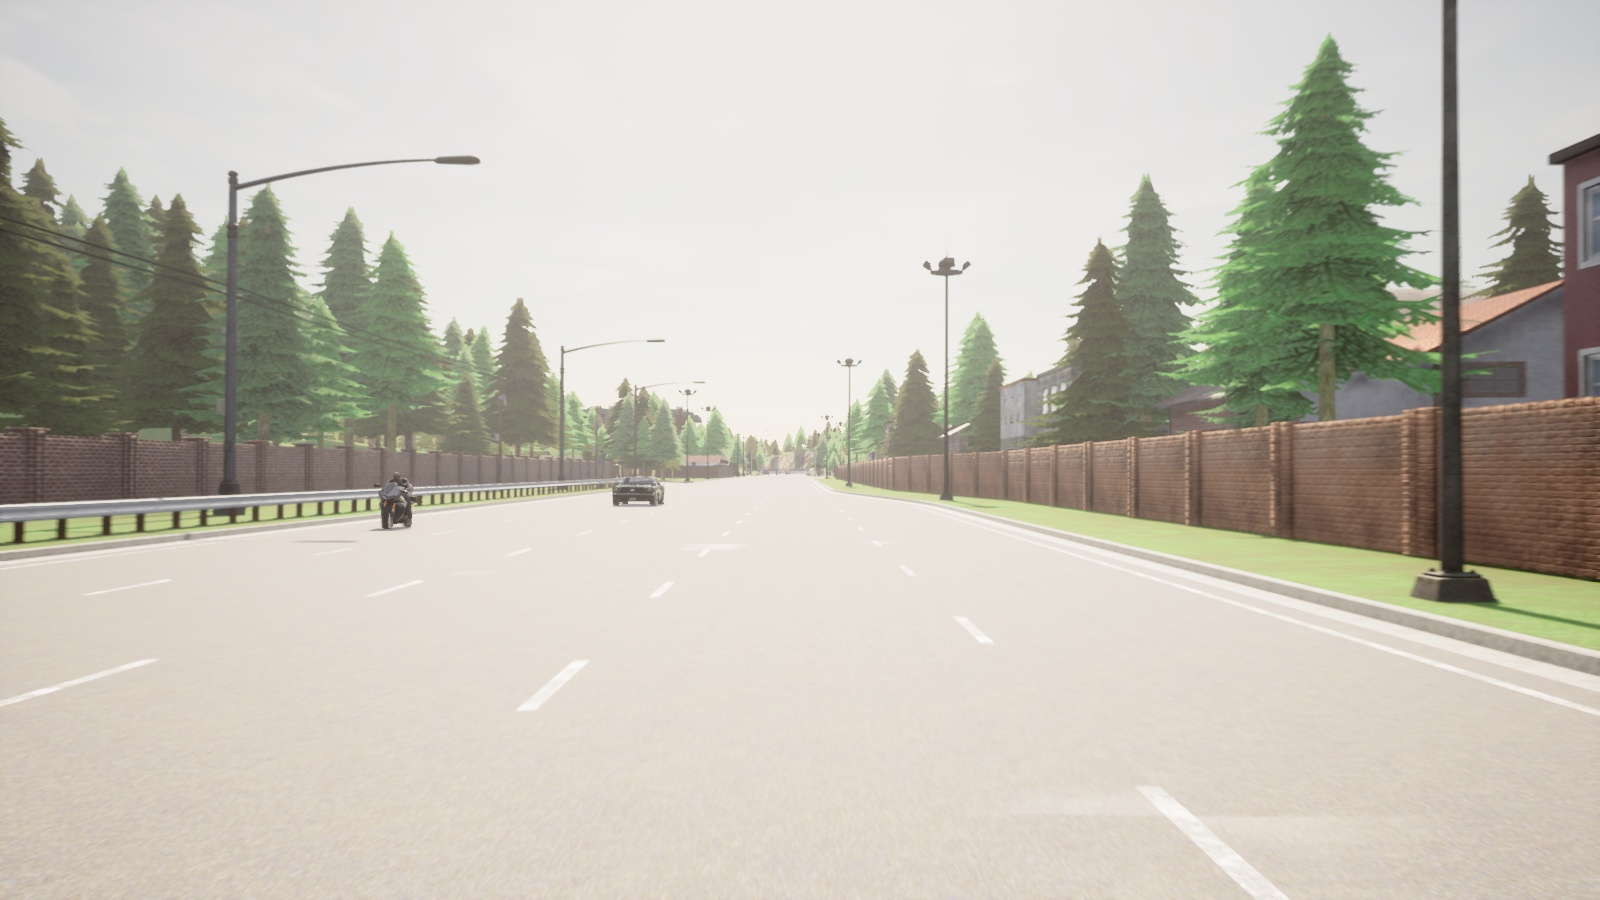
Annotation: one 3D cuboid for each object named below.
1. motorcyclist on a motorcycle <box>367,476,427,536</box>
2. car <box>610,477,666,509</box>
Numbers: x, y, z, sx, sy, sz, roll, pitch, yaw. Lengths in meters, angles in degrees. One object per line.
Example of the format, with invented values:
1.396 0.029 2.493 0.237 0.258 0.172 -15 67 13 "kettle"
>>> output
-10.581 1.443 33.056 0.866 1.530 2.191 0 -1 0 "motorcyclist on a motorcycle"
-7.136 1.874 55.779 1.895 1.301 4.718 0 -1 0 "car"
